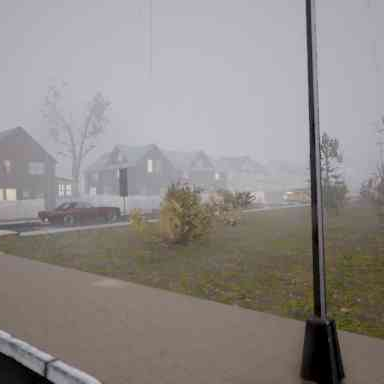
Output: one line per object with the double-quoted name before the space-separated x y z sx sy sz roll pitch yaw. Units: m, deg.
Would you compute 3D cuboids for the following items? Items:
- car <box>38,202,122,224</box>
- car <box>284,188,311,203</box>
"car" -6.719 1.250 20.432 1.895 1.301 4.718 -2 -1 43
"car" 13.949 0.592 42.264 1.882 1.535 5.008 -2 -1 44
